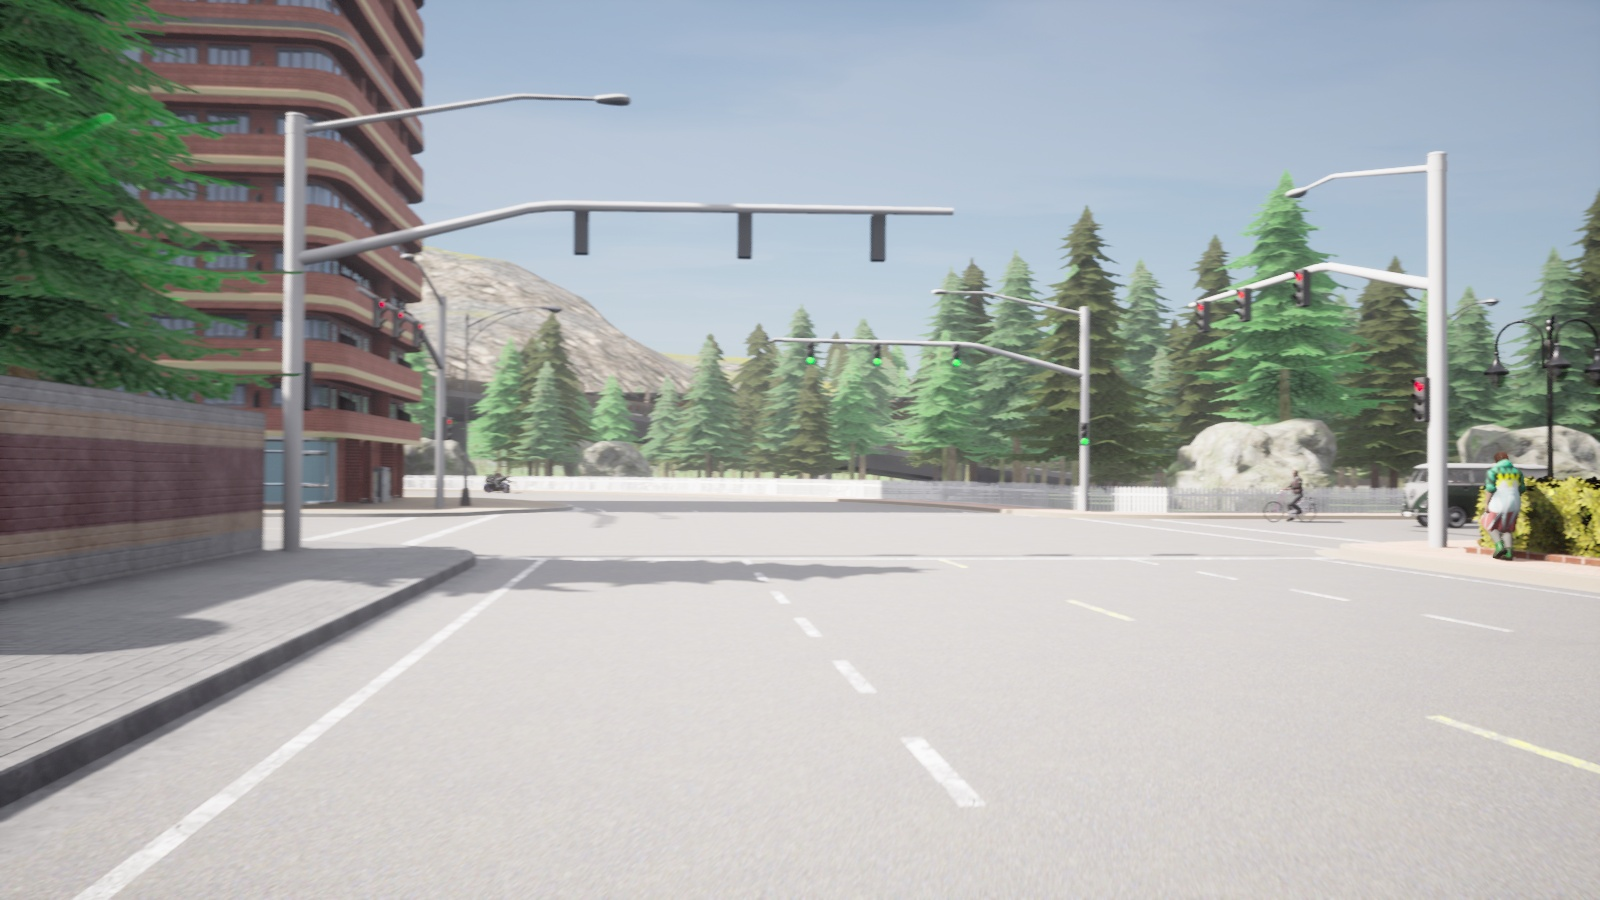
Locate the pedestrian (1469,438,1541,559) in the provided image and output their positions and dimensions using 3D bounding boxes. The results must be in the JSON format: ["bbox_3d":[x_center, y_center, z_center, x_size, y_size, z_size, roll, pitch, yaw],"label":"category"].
[{"bbox_3d":[11.667,0.794,20.800,0.659,1.952,0.873,0,-1,-3],"label":"pedestrian"}]

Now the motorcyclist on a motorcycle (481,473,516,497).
[{"bbox_3d":[-19.601,2.263,81.714,2.191,1.530,0.866,-1,-1,28],"label":"motorcyclist on a motorcycle"}]

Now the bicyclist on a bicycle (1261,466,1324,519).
[{"bbox_3d":[16.382,1.409,41.812,1.843,1.776,0.659,0,-1,-6],"label":"bicyclist on a bicycle"}]

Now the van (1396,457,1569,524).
[{"bbox_3d":[21.032,1.230,38.765,4.442,1.987,1.775,0,-1,-6],"label":"van"}]
